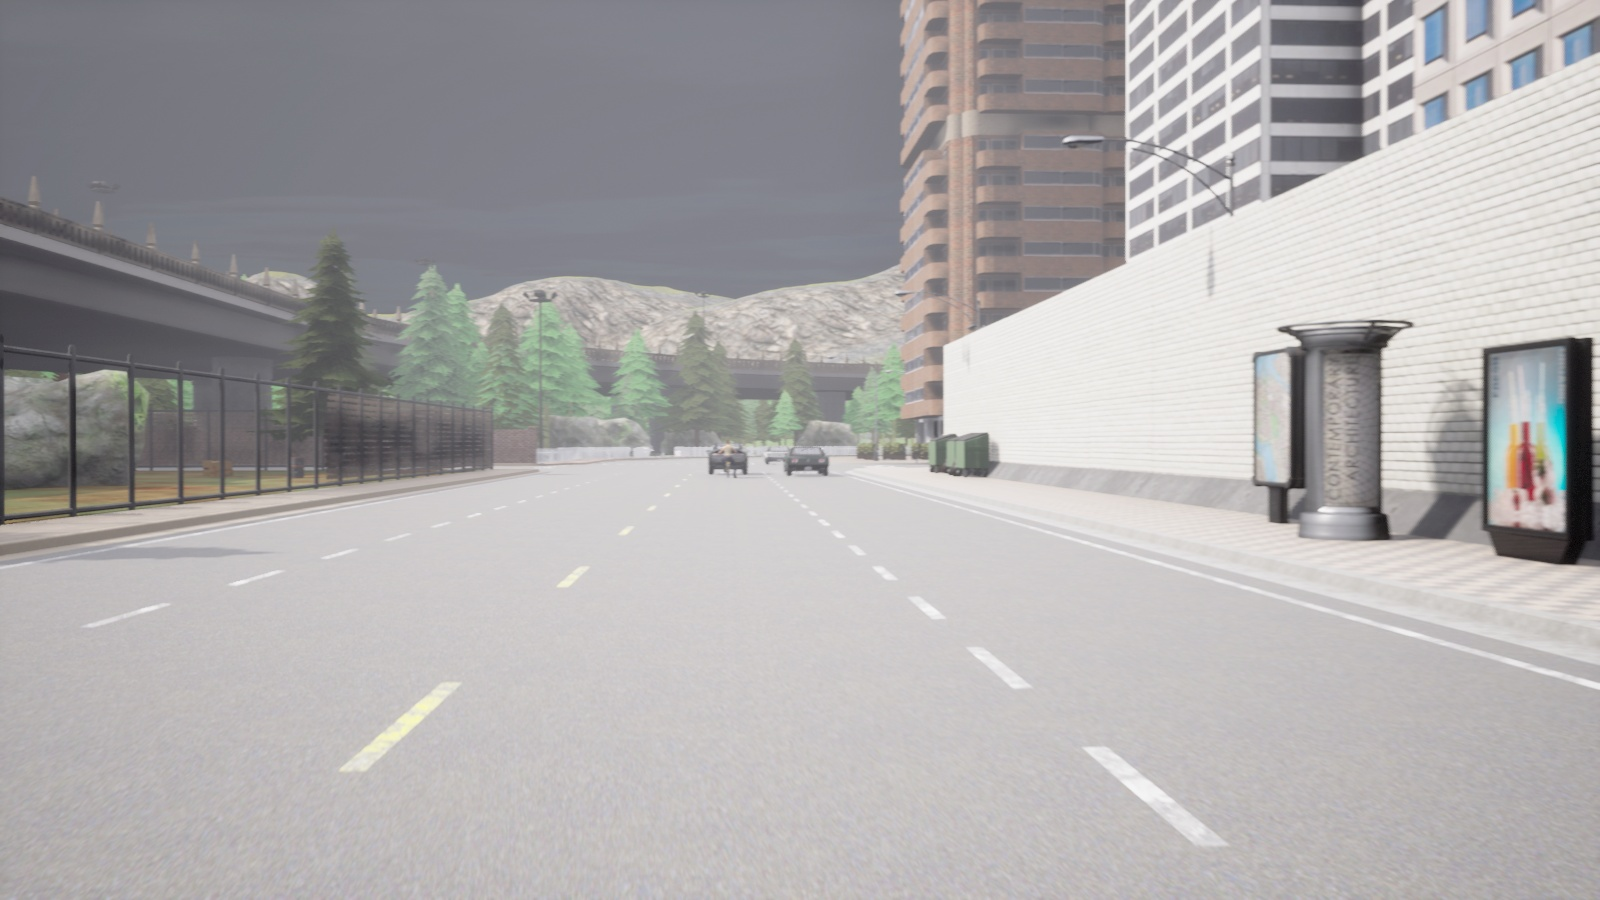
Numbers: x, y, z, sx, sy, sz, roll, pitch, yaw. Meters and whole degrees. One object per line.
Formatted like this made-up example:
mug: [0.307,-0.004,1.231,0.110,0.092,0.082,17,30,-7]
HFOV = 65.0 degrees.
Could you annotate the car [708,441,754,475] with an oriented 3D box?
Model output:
car: [-3.268,0.347,59.474,2.128,1.511,4.902,0,0,-3]

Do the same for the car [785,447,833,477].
car: [0.367,0.505,57.146,1.895,1.301,4.718,0,0,-3]

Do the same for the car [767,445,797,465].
car: [-1.303,0.353,87.217,1.895,1.301,4.718,0,1,-3]
